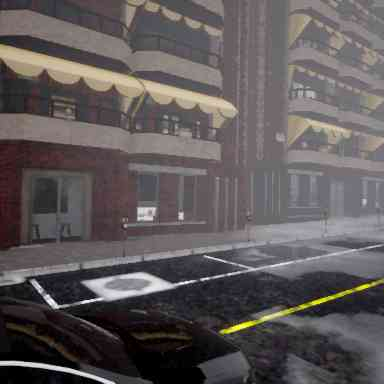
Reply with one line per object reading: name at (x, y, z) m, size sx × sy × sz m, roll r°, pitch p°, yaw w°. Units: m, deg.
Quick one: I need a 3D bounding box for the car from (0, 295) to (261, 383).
car at (-1.631, 1.506, 2.116) m, size 4.892 × 1.490 × 1.837 m, roll 0°, pitch 0°, yaw -35°
